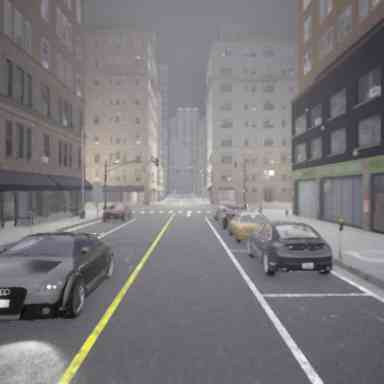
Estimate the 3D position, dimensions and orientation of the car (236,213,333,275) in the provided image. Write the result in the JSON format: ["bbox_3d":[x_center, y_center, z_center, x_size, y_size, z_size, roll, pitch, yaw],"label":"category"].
[{"bbox_3d":[2.773,1.546,10.214,2.008,1.369,4.403,-1,0,-1],"label":"car"}]

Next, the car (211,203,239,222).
[{"bbox_3d":[2.603,1.589,26.971,1.802,1.307,4.206,-1,0,-1],"label":"car"}]

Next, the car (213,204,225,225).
[{"bbox_3d":[2.660,1.570,21.385,1.947,1.339,4.313,-1,0,-1],"label":"car"}]

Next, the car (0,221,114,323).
[{"bbox_3d":[-3.052,1.586,7.275,1.994,1.385,4.181,0,0,0],"label":"car"}]

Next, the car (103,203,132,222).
[{"bbox_3d":[-5.942,1.594,26.881,1.887,1.381,4.507,-1,0,-1],"label":"car"}]

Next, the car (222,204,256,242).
[{"bbox_3d":[2.714,1.525,15.970,1.752,1.417,4.829,-1,0,-1],"label":"car"}]
